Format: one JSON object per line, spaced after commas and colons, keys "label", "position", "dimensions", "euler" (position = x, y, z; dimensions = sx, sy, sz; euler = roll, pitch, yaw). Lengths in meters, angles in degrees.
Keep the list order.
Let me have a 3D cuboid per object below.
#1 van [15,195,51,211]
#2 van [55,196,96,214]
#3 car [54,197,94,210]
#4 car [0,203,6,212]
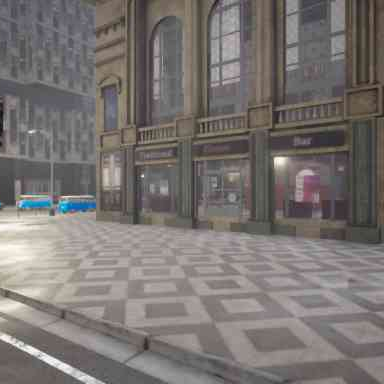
{"label": "van", "position": [-18.550, 1.292, 39.097], "dimensions": [1.690, 1.788, 3.998], "euler": [0, 0, 36]}
{"label": "van", "position": [-11.619, 1.282, 34.134], "dimensions": [1.690, 1.788, 3.998], "euler": [0, 0, 36]}
{"label": "car", "position": [-15.378, 1.466, 43.526], "dimensions": [1.752, 1.417, 4.829], "euler": [0, 0, 36]}
{"label": "car", "position": [-21.822, 1.513, 34.529], "dimensions": [2.008, 1.369, 4.403], "euler": [0, 0, 36]}
